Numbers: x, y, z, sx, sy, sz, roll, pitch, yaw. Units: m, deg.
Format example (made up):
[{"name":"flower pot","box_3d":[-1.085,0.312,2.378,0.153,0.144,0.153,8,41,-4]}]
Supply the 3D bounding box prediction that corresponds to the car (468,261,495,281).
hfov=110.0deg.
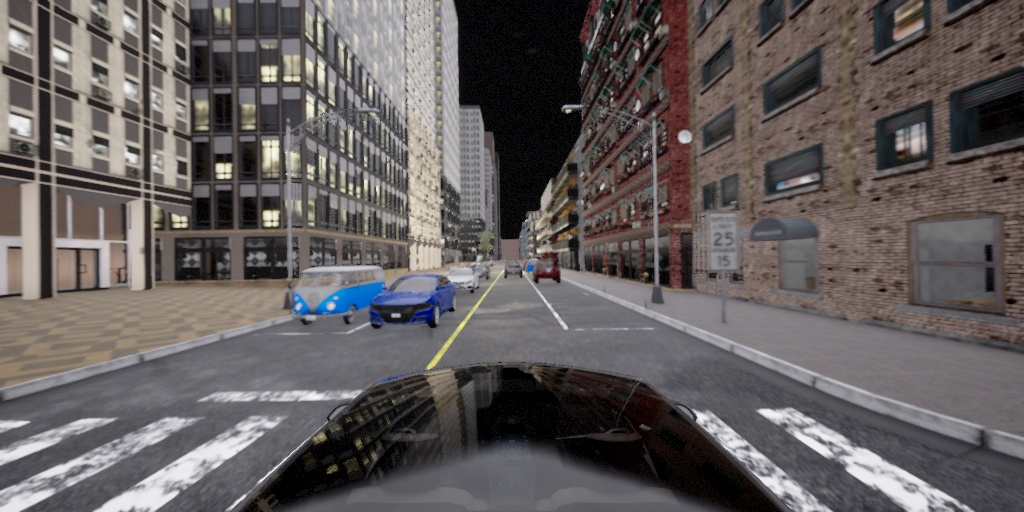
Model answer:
[{"name":"car","box_3d":[-3.021,1.483,33.802,2.128,1.511,4.902,-1,0,1]}]

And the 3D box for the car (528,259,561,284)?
[{"name":"car","box_3d":[2.735,1.184,28.880,2.192,1.841,5.009,0,0,0]}]

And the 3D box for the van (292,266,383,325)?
[{"name":"van","box_3d":[-5.675,1.235,12.241,1.690,1.789,3.998,0,0,0]}]

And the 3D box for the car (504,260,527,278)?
[{"name":"car","box_3d":[0.151,1.454,37.522,2.128,1.511,4.902,-1,-1,0]}]

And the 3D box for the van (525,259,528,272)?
[{"name":"van","box_3d":[2.767,1.318,45.531,1.690,1.789,3.998,0,0,0]}]

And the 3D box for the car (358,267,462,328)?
[{"name":"car","box_3d":[-3.085,1.330,12.055,1.882,1.535,5.008,-1,0,0]}]

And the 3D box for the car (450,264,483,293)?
[{"name":"car","box_3d":[-3.061,1.443,22.188,1.812,1.442,4.674,-1,0,0]}]
